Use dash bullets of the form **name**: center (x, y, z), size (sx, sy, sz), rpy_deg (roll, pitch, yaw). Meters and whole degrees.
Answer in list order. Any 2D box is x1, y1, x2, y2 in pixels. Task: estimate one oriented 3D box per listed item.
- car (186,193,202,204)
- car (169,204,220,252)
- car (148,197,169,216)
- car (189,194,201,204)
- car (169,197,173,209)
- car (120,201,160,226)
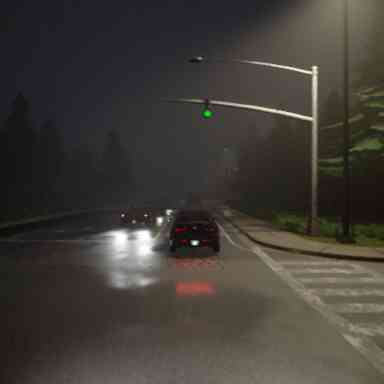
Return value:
- **car**: center (0.301, 1.103, 50.853), size (2.150, 2.045, 5.566), rpy_deg (0, 0, 2)
- **car**: center (0.102, 1.473, 13.837), size (1.837, 1.490, 4.892), rpy_deg (0, 0, 0)
- **car**: center (-3.570, 1.403, 32.189), size (1.882, 1.535, 5.008), rpy_deg (0, 0, 0)
- **car**: center (0.671, 1.210, 61.265), size (2.097, 1.767, 4.553), rpy_deg (0, 0, 2)
- **car**: center (-3.456, 1.407, 42.210), size (1.837, 1.490, 4.892), rpy_deg (0, 0, 1)
- **car**: center (-3.594, 1.547, 22.908), size (1.895, 1.301, 4.718), rpy_deg (0, 0, 0)
